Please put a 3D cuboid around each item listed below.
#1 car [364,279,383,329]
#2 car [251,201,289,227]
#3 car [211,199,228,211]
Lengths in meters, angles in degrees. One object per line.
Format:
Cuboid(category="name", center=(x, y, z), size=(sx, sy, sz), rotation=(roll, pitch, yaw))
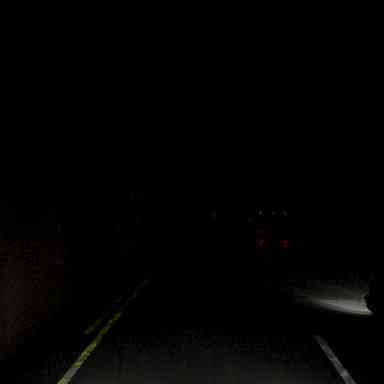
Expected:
Cuboid(category="car", center=(3.769, 1.567, 3.248), size=(2.033, 1.411, 5.357), rotation=(0, 0, 3))
Cuboid(category="car", center=(5.413, 1.412, 23.623), size=(2.097, 1.767, 4.553), rotation=(0, 0, 5))
Cuboid(category="car", center=(3.407, 1.608, 41.137), size=(1.812, 1.442, 4.674), rotation=(0, 0, 5))
